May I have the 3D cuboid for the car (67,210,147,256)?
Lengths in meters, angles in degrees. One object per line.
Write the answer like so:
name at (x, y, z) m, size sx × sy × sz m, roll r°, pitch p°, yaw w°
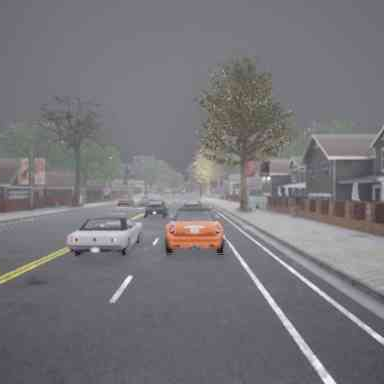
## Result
car at (-3.156, 1.595, 13.061) m, size 1.895 × 1.301 × 4.718 m, roll 0°, pitch 0°, yaw 0°

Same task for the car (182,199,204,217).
car at (0.083, 1.464, 31.820) m, size 1.882 × 1.535 × 5.008 m, roll 0°, pitch 0°, yaw 0°

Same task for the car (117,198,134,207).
car at (-9.841, 1.542, 49.897) m, size 2.033 × 1.411 × 5.357 m, roll 0°, pitch 0°, yaw 0°

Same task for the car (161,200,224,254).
car at (0.092, 1.346, 13.558) m, size 2.097 × 1.767 × 4.553 m, roll 0°, pitch 0°, yaw 0°

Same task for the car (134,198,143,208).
car at (-6.600, 1.557, 48.047) m, size 1.994 × 1.385 × 4.181 m, roll 0°, pitch 0°, yaw 0°

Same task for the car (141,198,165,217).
car at (-3.166, 1.492, 30.399) m, size 1.837 × 1.490 × 4.892 m, roll 0°, pitch 0°, yaw 0°
